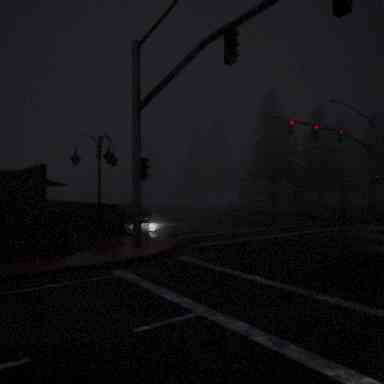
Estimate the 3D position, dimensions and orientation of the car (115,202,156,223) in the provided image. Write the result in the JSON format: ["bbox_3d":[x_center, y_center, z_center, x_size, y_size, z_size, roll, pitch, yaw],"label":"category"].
[{"bbox_3d":[-4.790,1.495,25.364,2.033,1.411,5.357,0,0,-37],"label":"car"}]
